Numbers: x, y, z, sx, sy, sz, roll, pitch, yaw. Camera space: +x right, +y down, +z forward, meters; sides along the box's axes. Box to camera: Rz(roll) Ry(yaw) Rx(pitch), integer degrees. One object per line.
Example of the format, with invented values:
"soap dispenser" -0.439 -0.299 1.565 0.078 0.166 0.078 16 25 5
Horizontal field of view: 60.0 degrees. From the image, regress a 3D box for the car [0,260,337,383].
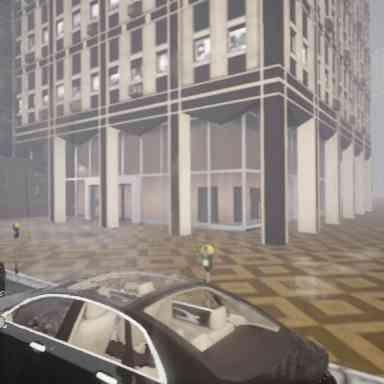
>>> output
"car" -0.852 1.532 3.497 4.403 1.369 2.008 1 -1 36
